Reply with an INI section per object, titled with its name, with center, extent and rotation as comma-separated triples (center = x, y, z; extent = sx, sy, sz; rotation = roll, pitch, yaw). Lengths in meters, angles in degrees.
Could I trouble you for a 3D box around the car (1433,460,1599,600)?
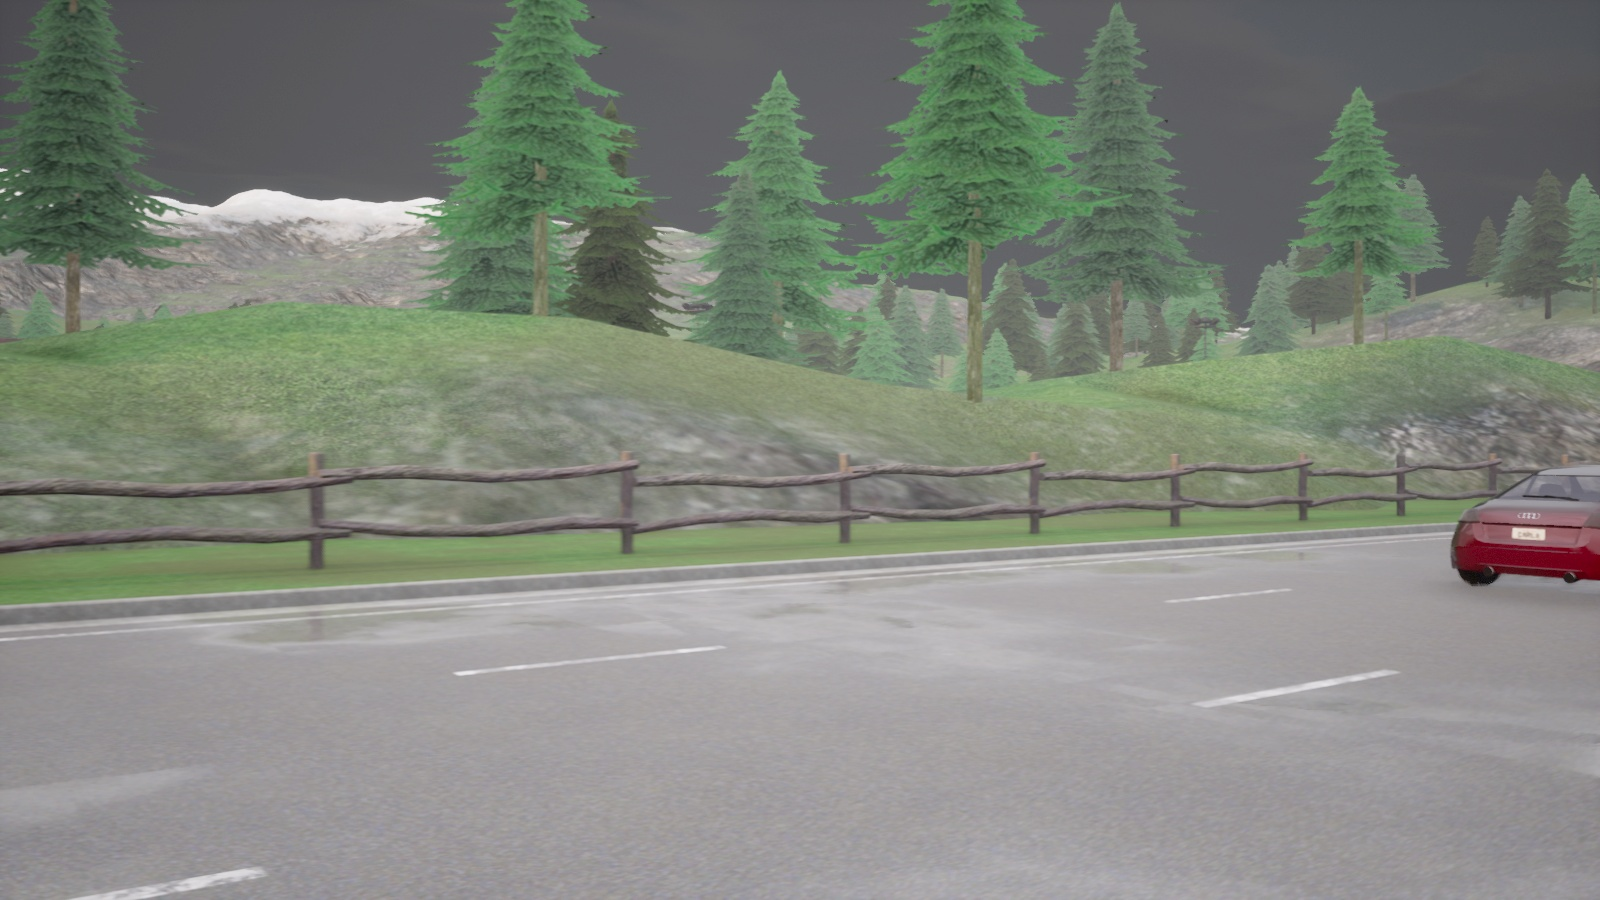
[car]
center = 9.383, 0.824, 14.454
extent = 4.181, 1.385, 1.994
rotation = 0, 0, -35
